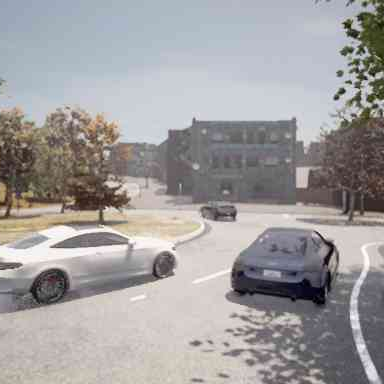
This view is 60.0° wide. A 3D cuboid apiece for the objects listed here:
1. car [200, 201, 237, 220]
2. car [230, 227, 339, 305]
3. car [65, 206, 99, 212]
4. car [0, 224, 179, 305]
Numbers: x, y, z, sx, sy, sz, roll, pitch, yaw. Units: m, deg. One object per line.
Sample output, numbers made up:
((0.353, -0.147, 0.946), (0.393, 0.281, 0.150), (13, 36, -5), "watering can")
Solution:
((2.108, 1.477, 27.720), (2.128, 1.511, 4.902), (0, 0, -16), "car")
((2.480, 1.567, 8.295), (1.994, 1.385, 4.181), (0, 0, 27), "car")
((-12.747, 1.418, 39.289), (4.553, 1.767, 2.097), (0, 0, 11), "car")
((-2.457, 1.528, 8.147), (4.674, 1.442, 1.812), (0, 0, -43), "car")
